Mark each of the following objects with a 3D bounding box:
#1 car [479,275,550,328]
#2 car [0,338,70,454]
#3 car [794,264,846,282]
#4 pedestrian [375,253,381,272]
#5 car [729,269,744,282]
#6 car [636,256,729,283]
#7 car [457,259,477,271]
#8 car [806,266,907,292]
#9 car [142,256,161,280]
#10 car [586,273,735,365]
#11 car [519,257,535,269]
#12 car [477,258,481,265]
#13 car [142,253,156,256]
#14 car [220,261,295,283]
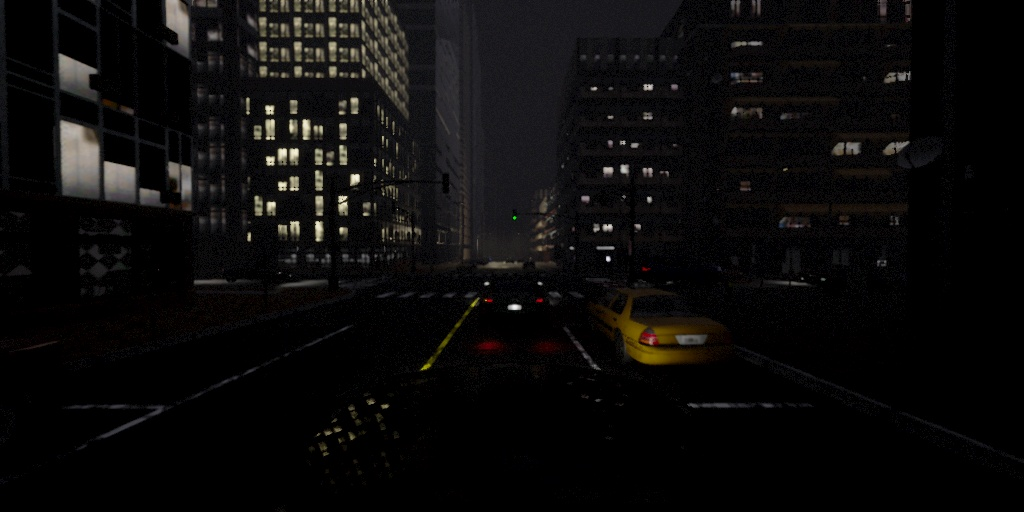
[{"bbox_3d":[0.051,1.288,11.254,1.994,1.385,4.181,0,0,-1],"label":"car"},{"bbox_3d":[-5.820,1.296,2.079,1.888,1.381,4.507,0,0,0],"label":"car"},{"bbox_3d":[25.557,1.419,28.250,5.357,1.411,2.033,0,1,0],"label":"car"},{"bbox_3d":[-12.727,0.597,34.097,0.375,1.860,0.375,0,1,0],"label":"pedestrian"},{"bbox_3d":[15.208,1.337,28.336,5.357,1.411,2.033,0,1,0],"label":"car"},{"bbox_3d":[11.746,1.041,25.443,5.566,2.045,2.150,0,1,3],"label":"car"},{"bbox_3d":[-5.933,1.160,45.451,1.751,1.417,4.829,0,0,0],"label":"car"},{"bbox_3d":[21.603,1.516,22.504,4.313,1.339,1.948,0,0,0],"label":"car"},{"bbox_3d":[-27.905,0.987,25.496,4.902,1.511,2.128,0,1,0],"label":"car"},{"bbox_3d":[2.788,1.258,7.884,1.751,1.417,4.829,0,0,0],"label":"car"},{"bbox_3d":[2.414,1.168,51.322,2.007,1.370,4.403,0,0,0],"label":"car"},{"bbox_3d":[-5.966,1.186,51.275,1.948,1.339,4.313,0,0,0],"label":"car"},{"bbox_3d":[-33.777,0.650,31.350,5.009,1.841,2.192,0,0,0],"label":"car"},{"bbox_3d":[-17.988,1.104,25.407,4.674,1.442,1.812,1,1,2],"label":"car"}]
